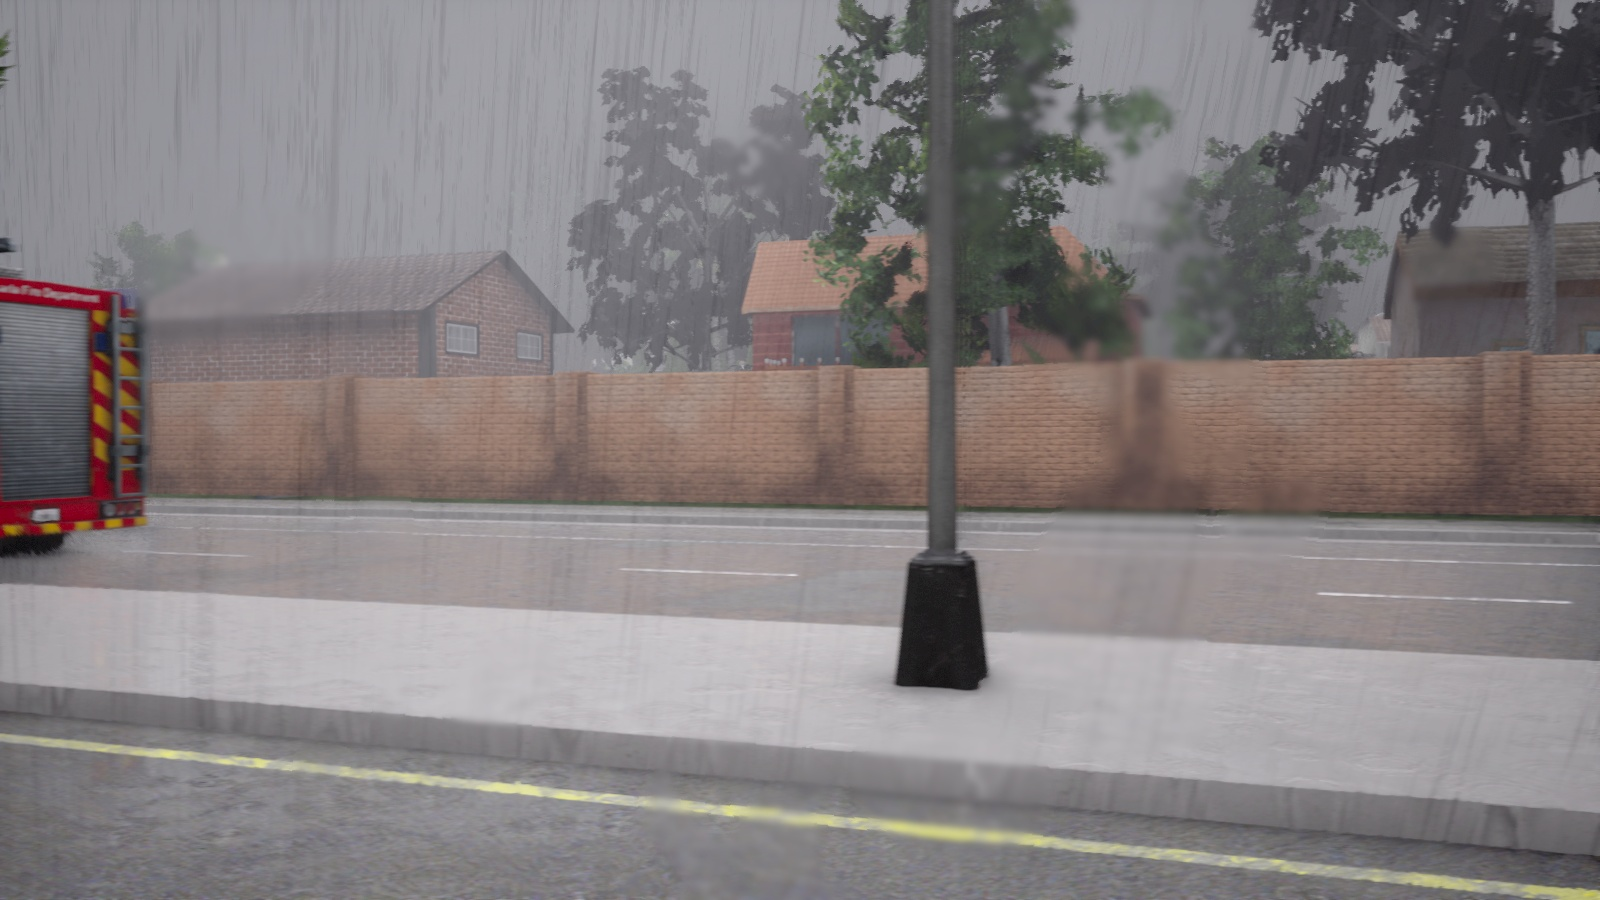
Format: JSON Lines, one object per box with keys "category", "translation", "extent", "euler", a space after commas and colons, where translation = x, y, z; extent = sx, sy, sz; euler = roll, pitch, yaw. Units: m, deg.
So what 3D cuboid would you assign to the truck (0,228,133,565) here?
{"category": "truck", "translation": [-12.980, -0.643, 15.982], "extent": [8.468, 3.827, 2.891], "euler": [1, 1, 19]}
